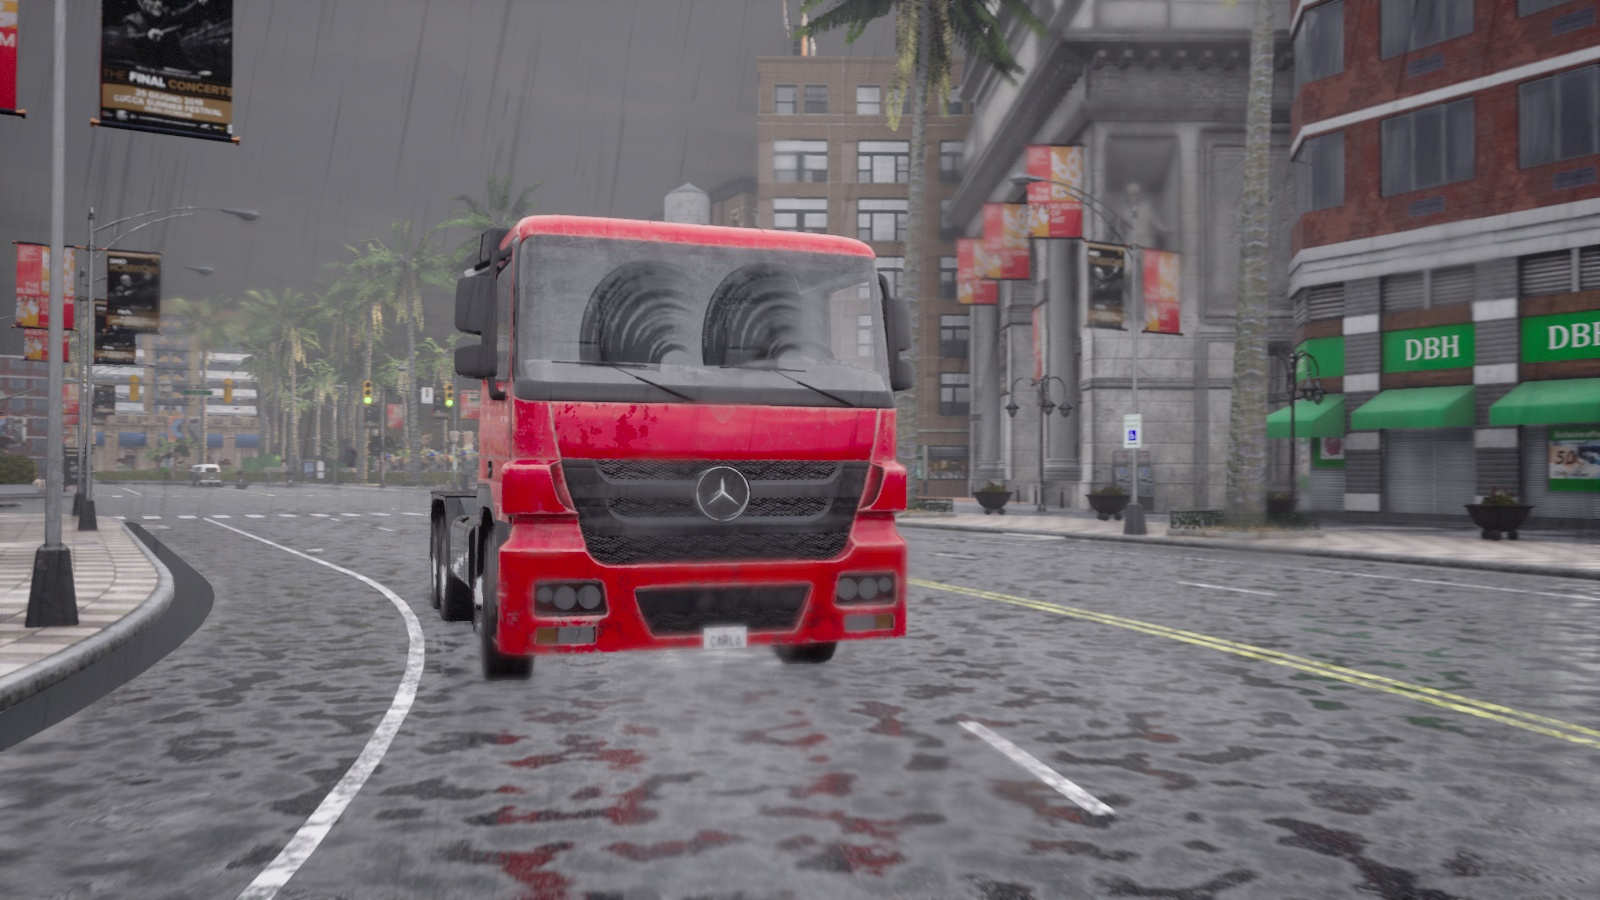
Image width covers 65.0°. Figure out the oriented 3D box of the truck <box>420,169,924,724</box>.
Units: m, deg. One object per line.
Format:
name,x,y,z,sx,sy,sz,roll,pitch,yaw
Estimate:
truck,-1.875,0.044,12.052,2.891,3.462,7.936,0,-1,-20
